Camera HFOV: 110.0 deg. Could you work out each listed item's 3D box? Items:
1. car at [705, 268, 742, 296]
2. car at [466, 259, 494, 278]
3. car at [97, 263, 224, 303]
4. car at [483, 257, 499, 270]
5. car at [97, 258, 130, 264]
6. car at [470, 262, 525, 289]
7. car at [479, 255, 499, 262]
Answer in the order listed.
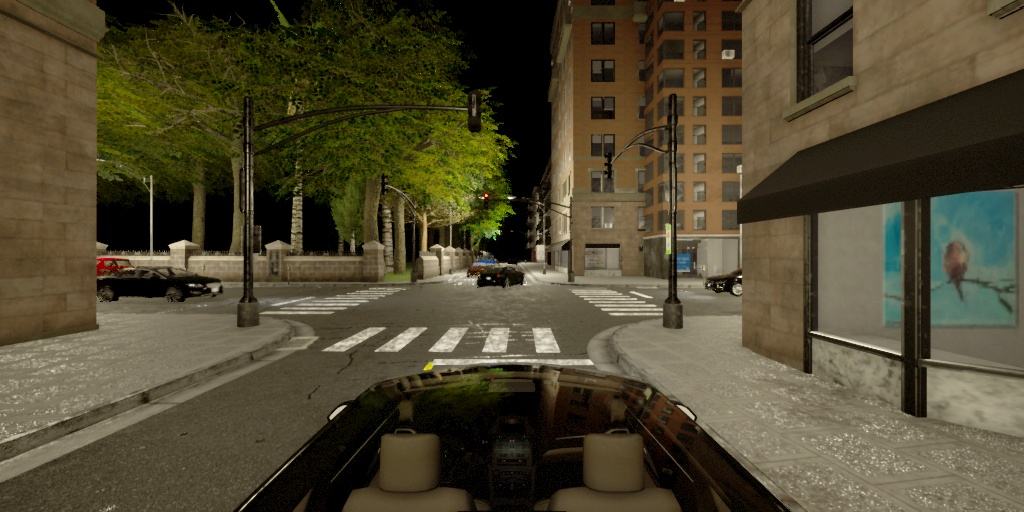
[{"bbox_3d":[12.691,1.271,18.674,4.892,1.490,1.837,0,0,1],"label":"car"},{"bbox_3d":[-3.051,1.293,33.602,1.994,1.385,4.181,0,0,0],"label":"car"},{"bbox_3d":[-15.570,1.226,15.865,4.902,1.511,2.128,0,0,1],"label":"car"},{"bbox_3d":[-3.015,1.043,52.971,2.097,1.767,4.553,0,0,0],"label":"car"},{"bbox_3d":[-25.921,1.035,21.775,5.009,1.841,2.192,0,0,1],"label":"car"},{"bbox_3d":[-0.639,1.308,23.277,1.994,1.385,4.181,0,0,23],"label":"car"},{"bbox_3d":[-3.039,0.933,42.910,2.150,2.045,5.566,0,0,0],"label":"car"}]
